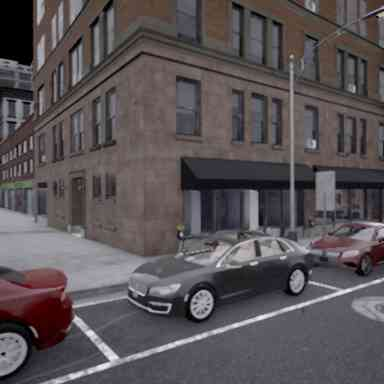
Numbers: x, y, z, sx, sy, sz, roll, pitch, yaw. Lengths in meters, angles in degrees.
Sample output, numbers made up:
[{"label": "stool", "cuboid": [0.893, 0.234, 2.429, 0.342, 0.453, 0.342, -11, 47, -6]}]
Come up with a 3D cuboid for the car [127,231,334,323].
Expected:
[{"label": "car", "cuboid": [0.785, 1.567, 7.107, 4.403, 1.369, 2.008, 0, -1, -36]}]

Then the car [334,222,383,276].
[{"label": "car", "cuboid": [5.328, 1.619, 10.352, 4.206, 1.307, 1.802, 0, -1, -36]}]

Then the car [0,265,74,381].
[{"label": "car", "cuboid": [-3.757, 1.541, 3.861, 4.507, 1.381, 1.887, 0, -1, -36]}]
